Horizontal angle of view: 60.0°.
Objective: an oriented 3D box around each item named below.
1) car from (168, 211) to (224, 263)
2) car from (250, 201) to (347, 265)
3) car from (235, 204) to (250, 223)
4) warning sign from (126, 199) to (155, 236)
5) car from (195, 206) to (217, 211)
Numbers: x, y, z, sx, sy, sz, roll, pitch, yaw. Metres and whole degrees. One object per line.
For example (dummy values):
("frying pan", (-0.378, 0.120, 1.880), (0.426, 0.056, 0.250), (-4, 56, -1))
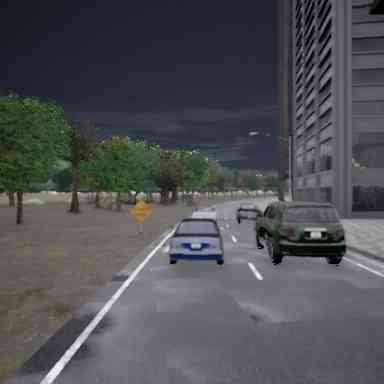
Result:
("car", (0.219, 1.673, 12.436), (2.033, 1.411, 5.357), (0, -1, 3))
("car", (3.721, 1.351, 12.373), (2.150, 2.045, 5.566), (0, 0, 2))
("car", (4.680, 1.756, 28.052), (2.128, 1.511, 4.902), (0, 0, 5))
("warning sign", (-2.633, 1.286, 17.253), (1.300, 1.860, 1.060), (0, 0, 3))
("car", (1.163, 1.863, 28.059), (1.895, 1.301, 4.718), (0, 0, 5))
